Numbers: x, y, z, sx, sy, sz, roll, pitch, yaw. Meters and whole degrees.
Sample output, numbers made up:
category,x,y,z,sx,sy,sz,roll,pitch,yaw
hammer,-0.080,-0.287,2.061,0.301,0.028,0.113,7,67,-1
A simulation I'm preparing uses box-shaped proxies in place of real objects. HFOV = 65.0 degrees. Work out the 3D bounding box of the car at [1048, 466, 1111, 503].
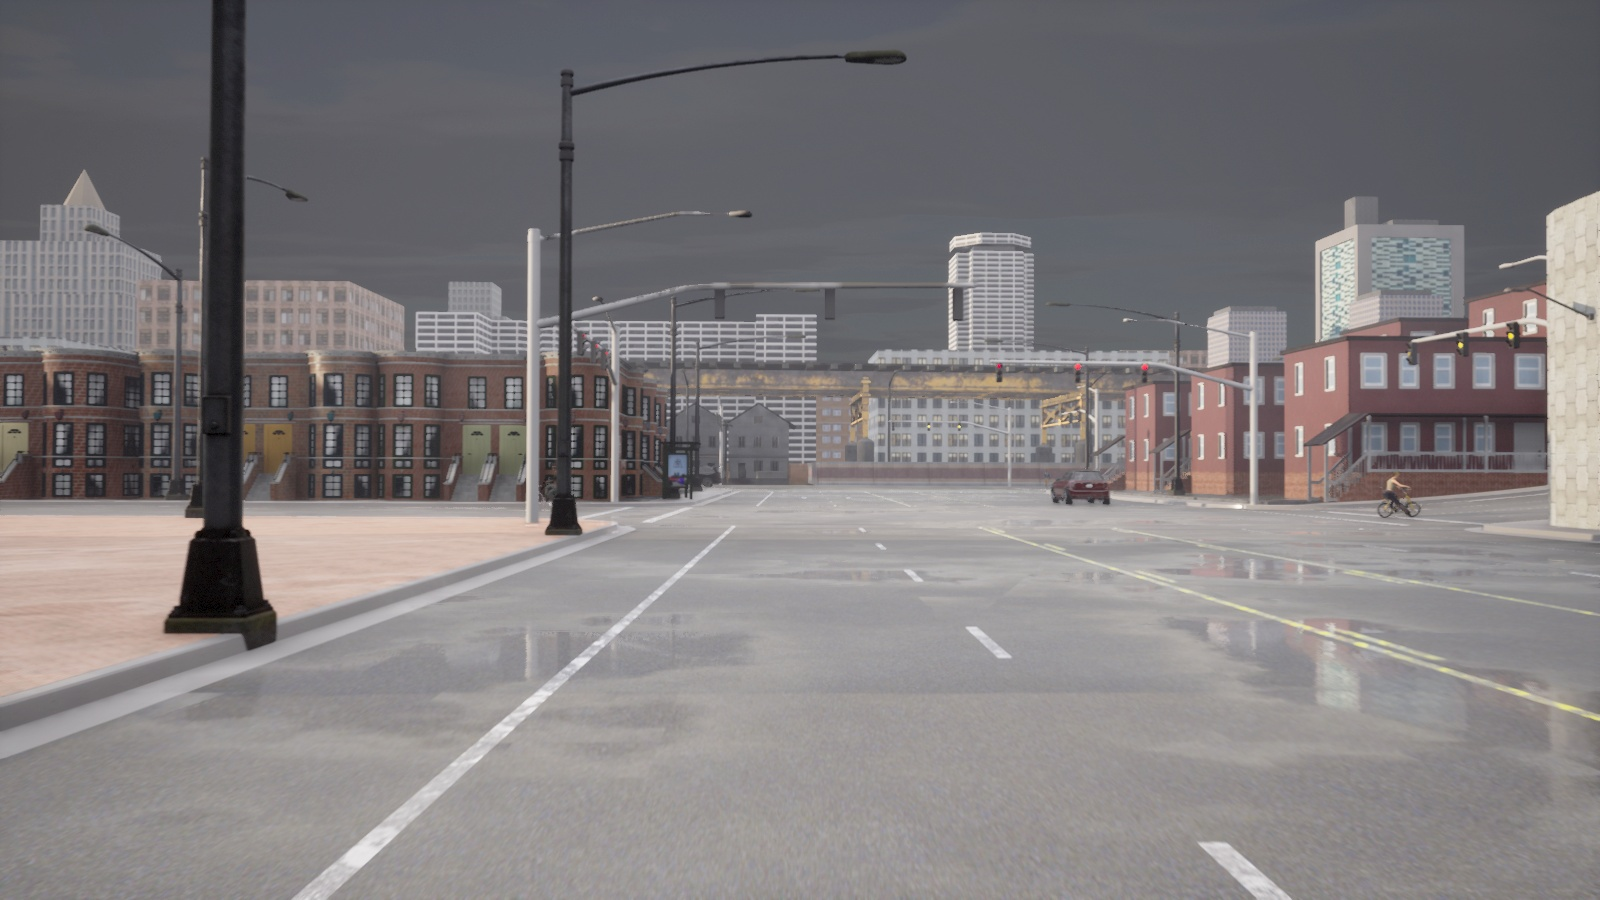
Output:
category,x,y,z,sx,sy,sz,roll,pitch,yaw
car,13.848,1.669,62.382,2.097,1.767,4.553,0,-1,0

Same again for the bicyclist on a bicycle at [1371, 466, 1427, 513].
category,x,y,z,sx,sy,sz,roll,pitch,yaw
bicyclist on a bicycle,20.960,1.382,43.978,1.509,1.612,0.866,-1,-1,0
